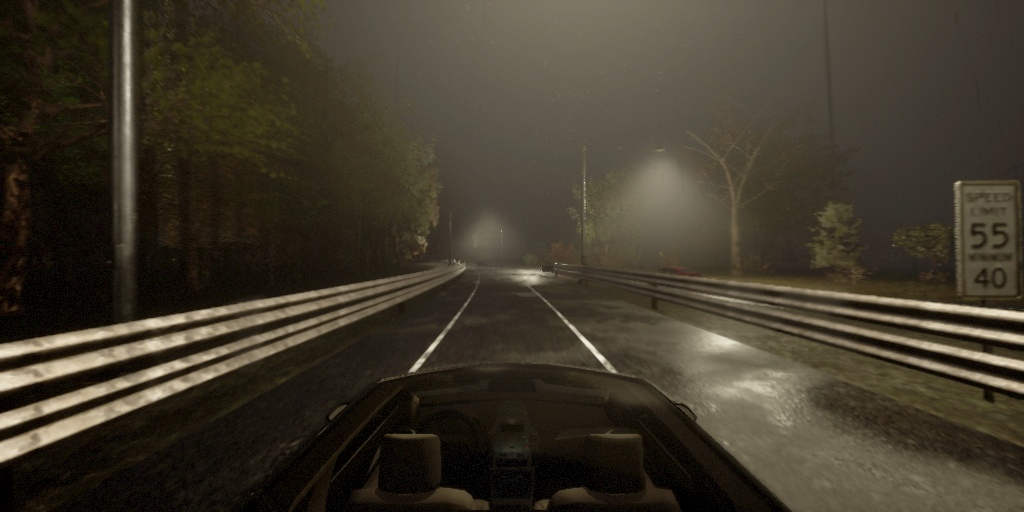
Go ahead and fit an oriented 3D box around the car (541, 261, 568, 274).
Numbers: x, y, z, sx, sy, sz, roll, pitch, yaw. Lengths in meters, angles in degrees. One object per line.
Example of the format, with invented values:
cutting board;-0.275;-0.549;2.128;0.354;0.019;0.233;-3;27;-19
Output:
car;5.242;1.420;44.665;2.128;1.511;4.902;1;-1;-18

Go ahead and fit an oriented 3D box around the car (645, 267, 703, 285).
car;11.425;1.471;25.664;1.812;1.442;4.674;0;0;-18
